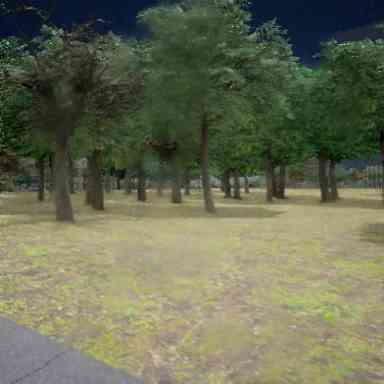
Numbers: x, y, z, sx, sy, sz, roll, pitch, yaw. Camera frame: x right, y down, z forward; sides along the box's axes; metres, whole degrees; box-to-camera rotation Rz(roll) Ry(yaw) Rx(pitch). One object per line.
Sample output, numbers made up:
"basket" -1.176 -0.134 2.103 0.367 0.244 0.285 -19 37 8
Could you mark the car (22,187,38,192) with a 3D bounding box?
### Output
"car" -39.643 -0.493 82.258 1.812 1.442 4.674 -2 0 34
